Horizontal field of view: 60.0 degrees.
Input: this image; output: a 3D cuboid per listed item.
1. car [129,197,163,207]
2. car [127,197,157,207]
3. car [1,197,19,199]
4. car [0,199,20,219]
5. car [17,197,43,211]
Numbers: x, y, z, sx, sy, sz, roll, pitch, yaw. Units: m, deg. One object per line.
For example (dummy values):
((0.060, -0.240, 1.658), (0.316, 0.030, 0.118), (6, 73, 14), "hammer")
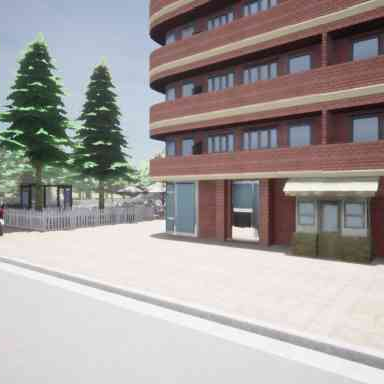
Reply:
((-6.520, 1.449, 48.712), (1.837, 1.490, 4.892), (-1, -1, 44), "car")
((-7.821, 1.508, 52.300), (4.181, 1.385, 1.994), (0, 0, -43), "car")
((-20.496, 1.300, 36.965), (2.097, 1.767, 4.553), (0, 0, 38), "car")
((-15.487, 1.507, 25.812), (1.994, 1.385, 4.181), (0, 0, 34), "car")
((-16.428, 1.508, 36.513), (1.994, 1.385, 4.181), (0, 0, 38), "car")
